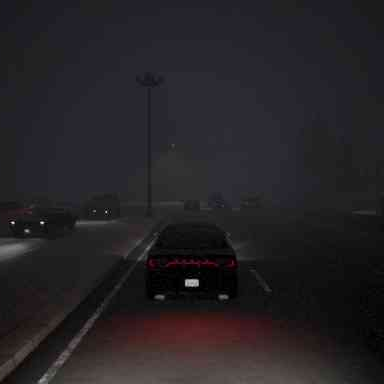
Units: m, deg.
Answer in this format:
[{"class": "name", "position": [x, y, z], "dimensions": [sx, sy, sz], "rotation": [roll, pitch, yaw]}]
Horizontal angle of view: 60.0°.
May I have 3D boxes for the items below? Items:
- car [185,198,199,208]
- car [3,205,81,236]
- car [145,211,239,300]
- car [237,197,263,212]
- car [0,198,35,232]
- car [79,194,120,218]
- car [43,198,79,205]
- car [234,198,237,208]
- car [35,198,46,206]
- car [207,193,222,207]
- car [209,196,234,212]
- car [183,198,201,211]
[{"class": "car", "position": [-0.021, 1.601, 49.500], "dimensions": [1.895, 1.301, 4.718], "rotation": [0, 0, 0]}, {"class": "car", "position": [-8.046, 1.601, 18.455], "dimensions": [1.895, 1.301, 4.718], "rotation": [0, 0, 1]}, {"class": "car", "position": [-0.004, 1.478, 8.439], "dimensions": [1.882, 1.535, 5.008], "rotation": [0, 0, 0]}, {"class": "car", "position": [6.984, 1.352, 39.439], "dimensions": [2.097, 1.767, 4.553], "rotation": [0, 0, 0]}, {"class": "car", "position": [-11.535, 1.351, 19.526], "dimensions": [2.097, 1.767, 4.553], "rotation": [0, 0, 0]}, {"class": "car", "position": [-8.013, 1.222, 30.099], "dimensions": [2.150, 2.045, 5.566], "rotation": [0, 0, 0]}, {"class": "car", "position": [-11.513, 1.526, 30.579], "dimensions": [1.812, 1.442, 4.674], "rotation": [0, 0, 0]}, {"class": "car", "position": [6.979, 1.547, 49.473], "dimensions": [2.033, 1.411, 5.357], "rotation": [0, 0, 0]}, {"class": "car", "position": [-15.013, 1.352, 31.494], "dimensions": [2.097, 1.767, 4.553], "rotation": [0, 0, 0]}, {"class": "car", "position": [3.479, 1.221, 49.501], "dimensions": [2.150, 2.045, 5.566], "rotation": [0, 0, 0]}, {"class": "car", "position": [3.484, 1.564, 39.467], "dimensions": [1.994, 1.385, 4.181], "rotation": [0, 0, 0]}, {"class": "car", "position": [-0.016, 1.492, 39.049], "dimensions": [2.128, 1.511, 4.902], "rotation": [0, 0, 0]}]
